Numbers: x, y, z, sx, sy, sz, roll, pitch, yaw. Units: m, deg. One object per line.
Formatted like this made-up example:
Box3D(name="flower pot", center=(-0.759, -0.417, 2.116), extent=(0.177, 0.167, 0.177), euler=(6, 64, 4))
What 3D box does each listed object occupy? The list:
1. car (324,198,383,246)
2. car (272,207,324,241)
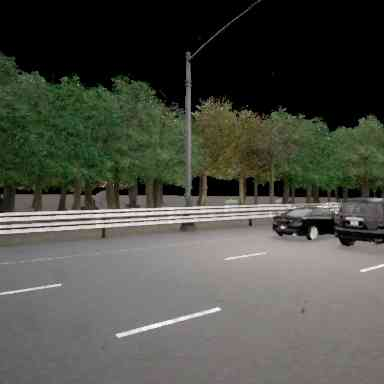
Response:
Box3D(name="car", center=(8.293, 1.265, 14.070), extent=(5.566, 2.045, 2.150), euler=(0, 0, -35))
Box3D(name="car", center=(6.240, 1.492, 16.904), extent=(5.008, 1.535, 1.882), euler=(0, 0, -35))
